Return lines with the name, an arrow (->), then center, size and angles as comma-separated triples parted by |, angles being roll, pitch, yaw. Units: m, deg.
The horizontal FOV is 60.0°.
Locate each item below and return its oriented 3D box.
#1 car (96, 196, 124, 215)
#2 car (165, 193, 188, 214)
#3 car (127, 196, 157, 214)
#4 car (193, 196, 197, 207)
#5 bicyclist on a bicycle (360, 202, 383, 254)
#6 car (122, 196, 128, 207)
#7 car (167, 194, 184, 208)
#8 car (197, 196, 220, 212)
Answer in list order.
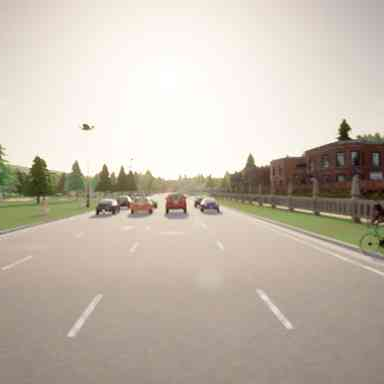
car -> -8.638, 1.539, 34.492 | 1.837, 1.490, 4.892 | -1, 0, -3
car -> -1.649, 1.117, 34.742 | 2.150, 2.045, 5.566 | -1, 0, -3
car -> -5.165, 1.314, 35.142 | 2.097, 1.767, 4.553 | -1, 0, -2
car -> 1.243, 1.301, 45.796 | 1.837, 1.490, 4.892 | -1, 1, -3
bicyclist on a bicycle -> 6.107, 1.151, 10.589 | 1.656, 1.620, 0.582 | -4, 0, -3
car -> -9.255, 1.354, 45.519 | 2.097, 1.767, 4.553 | -1, 0, -3
car -> -2.271, 1.214, 46.015 | 2.097, 1.767, 4.553 | -1, 0, -3
car -> 1.830, 1.350, 35.407 | 1.812, 1.442, 4.674 | -1, 0, -2
